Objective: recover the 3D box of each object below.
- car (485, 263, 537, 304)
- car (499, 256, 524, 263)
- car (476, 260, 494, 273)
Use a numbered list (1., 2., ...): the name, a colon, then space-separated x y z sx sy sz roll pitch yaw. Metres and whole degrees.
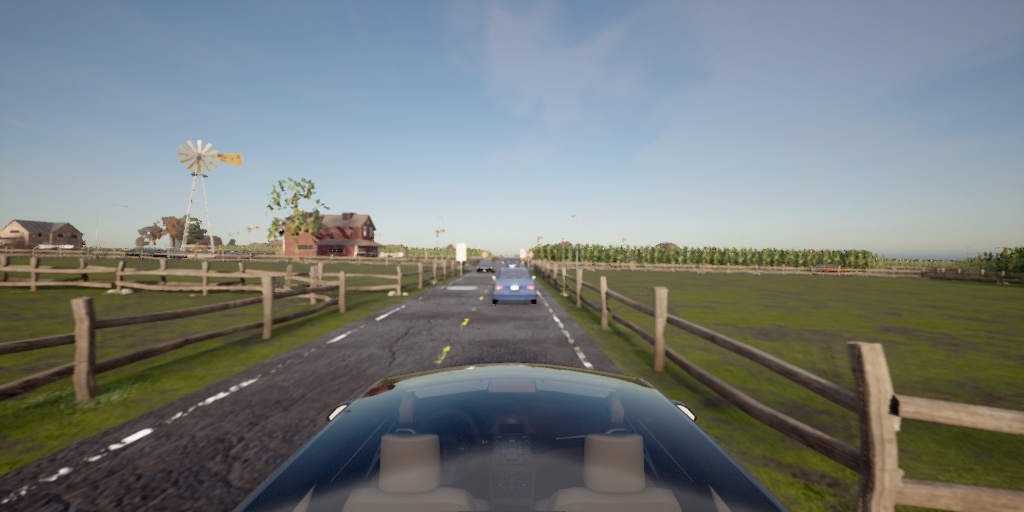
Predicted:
1. car: 0.092 1.218 15.837 2.033 1.411 5.357 0 0 0
2. car: 0.080 0.925 34.095 2.097 1.767 4.553 0 0 0
3. car: -2.788 1.094 39.128 2.033 1.411 5.357 0 0 0
